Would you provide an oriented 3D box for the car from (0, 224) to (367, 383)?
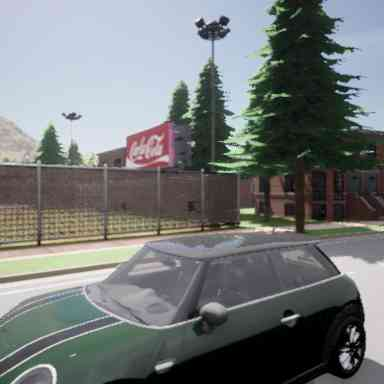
[{"bbox_3d":[-0.007,1.347,3.895,4.553,1.767,2.097,0,0,-35],"label":"car"}]
